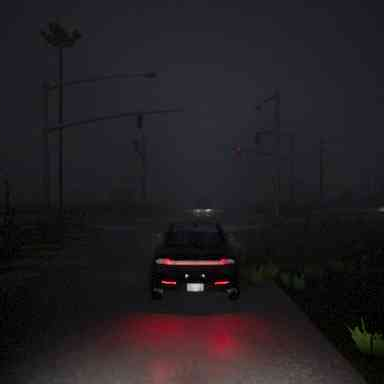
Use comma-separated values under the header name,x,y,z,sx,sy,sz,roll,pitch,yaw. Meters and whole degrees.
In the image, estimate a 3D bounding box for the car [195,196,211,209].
name,x,y,z,sx,sy,sz,roll,pitch,yaw
car,1.450,1.523,43.558,1.994,1.385,4.181,0,0,3

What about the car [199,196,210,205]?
name,x,y,z,sx,sy,sz,roll,pitch,yaw
car,2.334,1.482,60.541,1.812,1.442,4.674,0,0,3

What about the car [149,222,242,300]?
name,x,y,z,sx,sy,sz,roll,pitch,yaw
car,0.078,1.490,8.364,2.128,1.511,4.902,0,0,0

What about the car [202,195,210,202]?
name,x,y,z,sx,sy,sz,roll,pitch,yaw
car,3.172,1.464,75.797,1.812,1.442,4.674,0,0,3
